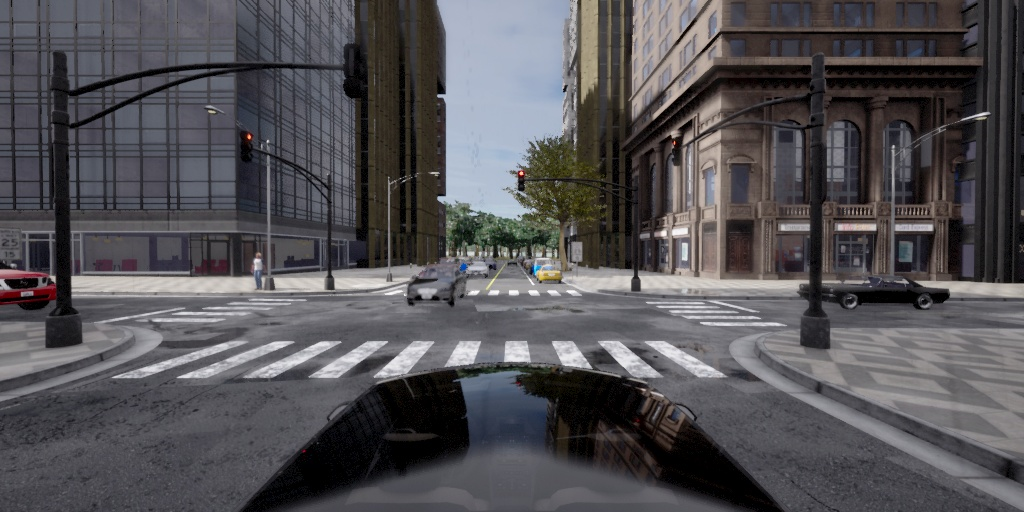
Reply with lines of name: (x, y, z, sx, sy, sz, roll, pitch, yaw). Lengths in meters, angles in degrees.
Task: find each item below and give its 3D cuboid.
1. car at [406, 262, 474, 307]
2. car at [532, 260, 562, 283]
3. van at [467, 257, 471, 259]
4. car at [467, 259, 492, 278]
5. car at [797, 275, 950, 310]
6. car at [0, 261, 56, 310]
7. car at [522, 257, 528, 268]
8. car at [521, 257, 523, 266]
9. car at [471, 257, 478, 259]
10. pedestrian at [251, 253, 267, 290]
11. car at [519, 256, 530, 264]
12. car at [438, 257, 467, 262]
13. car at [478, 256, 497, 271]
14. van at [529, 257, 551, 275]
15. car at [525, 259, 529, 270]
car: (-3.099, 1.205, 15.494, 2.128, 1.511, 4.902, 0, 0, 0)
car: (2.747, 1.254, 27.138, 1.751, 1.417, 4.829, 0, 0, 0)
van: (-5.786, 1.050, 38.315, 1.690, 1.789, 3.998, 0, 0, 0)
car: (-3.116, 1.244, 33.189, 1.812, 1.442, 4.674, 0, 0, 0)
car: (14.702, 1.444, 14.820, 4.718, 1.301, 1.895, 0, 1, 0)
car: (-18.381, 0.842, 11.526, 5.566, 2.045, 2.150, 1, 1, 0)
car: (2.733, 1.208, 49.857, 1.751, 1.417, 4.829, 0, 0, 0)
car: (2.729, 1.213, 55.366, 1.888, 1.381, 4.507, 0, 0, 0)
car: (-5.789, 1.011, 43.995, 2.192, 1.841, 5.009, 0, 0, 0)
pedestrian: (-12.533, 0.741, 17.779, 0.375, 1.860, 0.375, 0, 0, 0)
car: (2.726, 1.202, 61.046, 2.007, 1.370, 4.403, 0, 0, 0)
car: (-5.782, 1.034, 32.635, 2.192, 1.841, 5.009, 0, 0, 0)
car: (-3.115, 1.040, 47.983, 2.097, 1.767, 4.553, 0, 0, 0)
van: (2.743, 1.060, 32.649, 1.690, 1.789, 3.998, 0, 0, 0)
car: (2.740, 1.275, 38.328, 1.948, 1.339, 4.313, 0, 0, 0)
